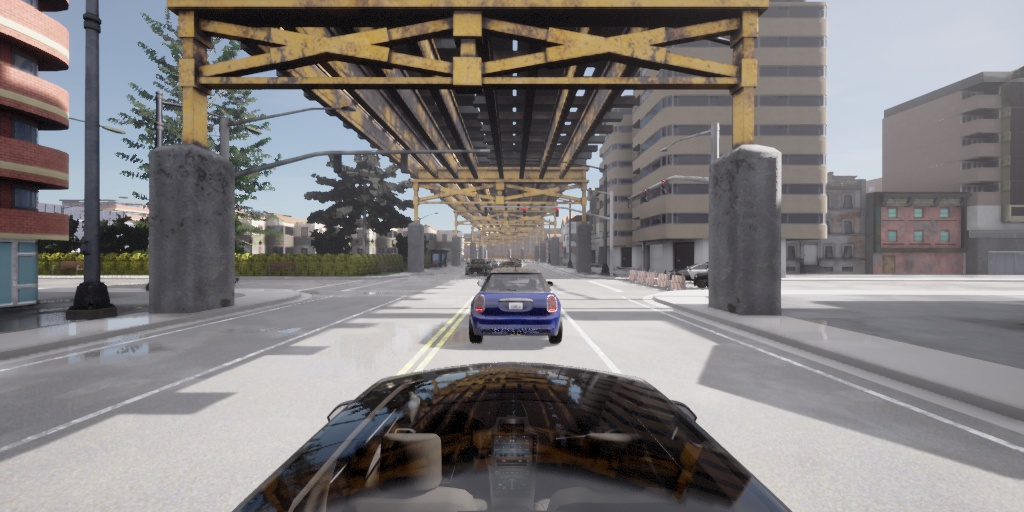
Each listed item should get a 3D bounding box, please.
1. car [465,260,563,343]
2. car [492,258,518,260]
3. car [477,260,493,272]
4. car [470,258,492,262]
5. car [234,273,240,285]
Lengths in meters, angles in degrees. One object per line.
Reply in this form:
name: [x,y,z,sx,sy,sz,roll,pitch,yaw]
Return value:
car: [0.100,1.093,9.833,2.097,1.767,4.553,0,0,1]
car: [-0.029,1.217,30.371,1.837,1.490,4.892,3,1,12]
car: [-3.453,1.208,46.488,1.812,1.442,4.674,0,0,0]
car: [-3.504,1.047,36.779,2.097,1.767,4.553,0,0,1]
car: [-19.794,1.205,22.481,4.674,1.442,1.812,0,0,0]
